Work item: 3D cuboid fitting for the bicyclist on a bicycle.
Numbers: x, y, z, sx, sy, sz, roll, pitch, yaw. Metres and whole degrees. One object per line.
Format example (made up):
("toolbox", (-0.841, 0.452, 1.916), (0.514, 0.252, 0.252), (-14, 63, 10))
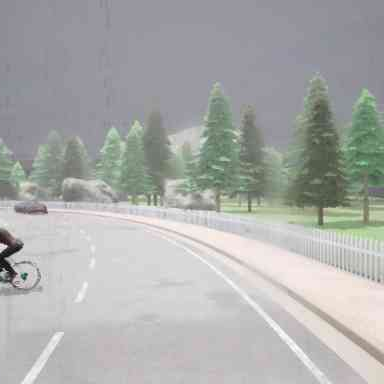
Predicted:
("bicyclist on a bicycle", (-4.278, 1.454, 7.424), (1.656, 1.620, 0.582), (-2, 0, -11))

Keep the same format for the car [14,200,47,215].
("car", (-16.798, 1.564, 34.533), (4.181, 1.385, 1.994), (0, 0, 40))
